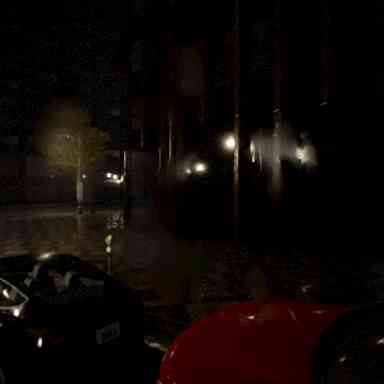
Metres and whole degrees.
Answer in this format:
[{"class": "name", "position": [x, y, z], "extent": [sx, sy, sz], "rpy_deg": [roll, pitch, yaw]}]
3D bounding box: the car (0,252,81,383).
[{"class": "car", "position": [-2.595, 1.565, 4.811], "extent": [4.313, 1.339, 1.947], "rpy_deg": [0, 0, 35]}]

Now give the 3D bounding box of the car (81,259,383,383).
[{"class": "car", "position": [1.996, 1.315, 1.541], "extent": [5.009, 1.841, 2.192], "rpy_deg": [0, 0, 35]}]

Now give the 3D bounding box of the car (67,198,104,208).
[{"class": "car", "position": [-14.361, 1.525, 45.029], "extent": [1.895, 1.301, 4.718], "rpy_deg": [0, 0, 35]}]
